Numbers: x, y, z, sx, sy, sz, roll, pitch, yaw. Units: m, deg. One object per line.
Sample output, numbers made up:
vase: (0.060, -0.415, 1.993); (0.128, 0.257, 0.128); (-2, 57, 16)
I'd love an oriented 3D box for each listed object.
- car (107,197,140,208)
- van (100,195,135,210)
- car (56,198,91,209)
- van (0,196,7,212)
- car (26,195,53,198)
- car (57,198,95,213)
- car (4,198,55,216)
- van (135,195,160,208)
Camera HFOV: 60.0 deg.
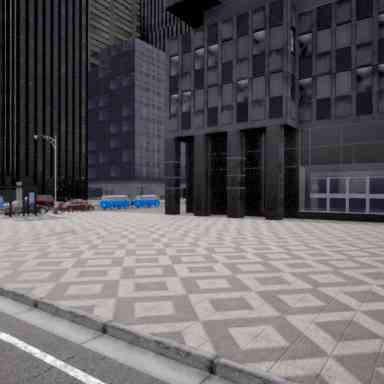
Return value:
car: (-10.243, 1.474, 50.109); (1.837, 1.490, 4.892); (0, 0, 36)
van: (-9.420, 1.331, 41.174); (1.690, 1.788, 3.998); (0, 0, 35)
car: (-16.367, 1.548, 46.115); (1.802, 1.307, 4.206); (0, 0, 35)
van: (-22.950, 1.314, 36.862); (1.690, 1.788, 3.998); (0, 0, 35)
car: (-19.658, 1.284, 41.488); (2.192, 1.841, 5.009); (0, 0, 35)
car: (-12.712, 1.575, 36.548); (1.802, 1.307, 4.206); (0, 0, 35)
car: (-16.004, 1.548, 31.922); (2.008, 1.369, 4.403); (0, 0, 35)
van: (-6.129, 1.329, 45.799); (1.690, 1.788, 3.998); (0, 0, 35)
